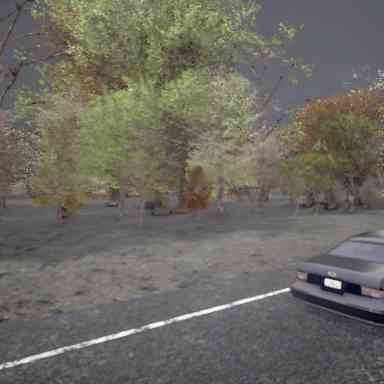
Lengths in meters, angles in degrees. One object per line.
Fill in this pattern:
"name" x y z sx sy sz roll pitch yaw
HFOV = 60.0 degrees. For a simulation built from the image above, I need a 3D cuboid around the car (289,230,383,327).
"car" 4.316 1.514 6.823 5.357 1.411 2.033 0 0 -35
